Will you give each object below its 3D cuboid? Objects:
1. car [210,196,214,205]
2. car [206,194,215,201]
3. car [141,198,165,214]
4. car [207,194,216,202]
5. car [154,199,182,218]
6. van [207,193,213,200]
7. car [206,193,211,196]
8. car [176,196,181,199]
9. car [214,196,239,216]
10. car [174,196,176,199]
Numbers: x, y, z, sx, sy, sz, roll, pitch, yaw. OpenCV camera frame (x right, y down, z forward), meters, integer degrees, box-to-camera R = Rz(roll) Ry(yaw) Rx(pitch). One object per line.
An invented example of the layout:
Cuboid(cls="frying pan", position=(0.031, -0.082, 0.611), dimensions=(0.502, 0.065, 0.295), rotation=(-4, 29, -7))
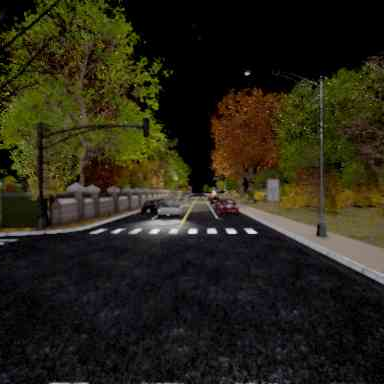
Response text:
Cuboid(cls="car", position=(3.651, 1.509, 41.386), dimensions=(1.887, 1.381, 4.507), rotation=(-1, 0, 1))
Cuboid(cls="car", position=(4.804, 1.401, 86.880), dimensions=(1.967, 1.590, 4.097), rotation=(-1, 0, 1))
Cuboid(cls="car", position=(-4.372, 1.593, 35.905), dimensions=(1.947, 1.339, 4.313), rotation=(-1, 0, 1))
Cuboid(cls="car", position=(4.085, 1.527, 58.447), dimensions=(1.947, 1.339, 4.313), rotation=(-1, 0, 1))
Cuboid(cls="car", position=(-1.944, 1.611, 30.003), dimensions=(1.895, 1.301, 4.718), rotation=(0, 0, 1))
Cuboid(cls="van", position=(4.947, 1.303, 92.567), dimensions=(1.690, 1.788, 3.998), rotation=(-1, 0, 1))
Cuboid(cls="car", position=(4.513, 1.275, 75.507), dimensions=(2.192, 1.841, 5.009), rotation=(-1, 0, 1))
Cuboid(cls="car", position=(-1.171, 1.356, 60.525), dimensions=(2.128, 1.511, 4.902), rotation=(0, 0, 1))
Cuboid(cls="car", position=(3.483, 1.407, 32.688), dimensions=(1.967, 1.590, 4.097), rotation=(-1, 0, 1))
Cuboid(cls="car", position=(-3.359, 1.571, 75.711), dimensions=(2.008, 1.369, 4.403), rotation=(-1, 0, 1))
